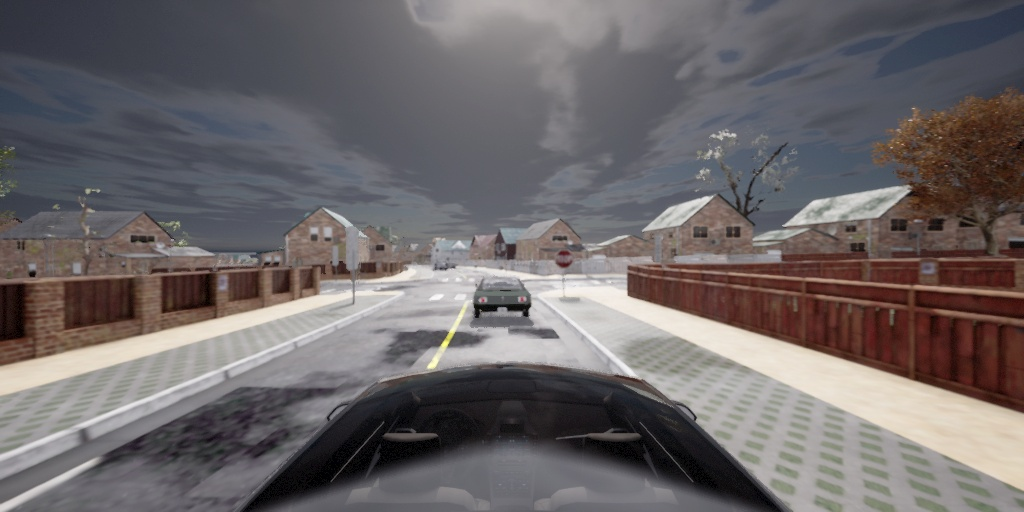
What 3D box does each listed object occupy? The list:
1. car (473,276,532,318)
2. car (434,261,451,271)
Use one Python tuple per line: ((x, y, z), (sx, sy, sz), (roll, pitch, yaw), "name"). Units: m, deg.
((-0.445, 1.390, 13.316), (1.895, 1.301, 4.718), (0, 0, -4), "car")
((-11.572, 1.738, 58.384), (1.994, 1.385, 4.181), (0, -1, -16), "car")
